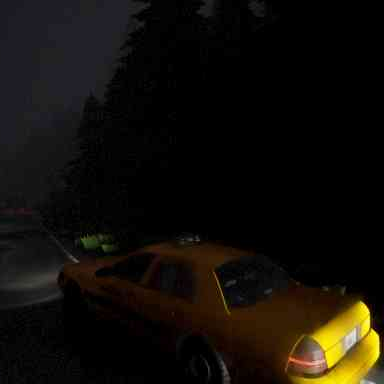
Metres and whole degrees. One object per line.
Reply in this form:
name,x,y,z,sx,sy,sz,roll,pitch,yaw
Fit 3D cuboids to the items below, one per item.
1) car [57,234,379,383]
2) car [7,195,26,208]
car,-0.256,1.417,5.093,5.366,1.575,1.801,1,1,44
car,-21.099,1.059,40.091,2.128,1.511,4.902,-2,2,-26
